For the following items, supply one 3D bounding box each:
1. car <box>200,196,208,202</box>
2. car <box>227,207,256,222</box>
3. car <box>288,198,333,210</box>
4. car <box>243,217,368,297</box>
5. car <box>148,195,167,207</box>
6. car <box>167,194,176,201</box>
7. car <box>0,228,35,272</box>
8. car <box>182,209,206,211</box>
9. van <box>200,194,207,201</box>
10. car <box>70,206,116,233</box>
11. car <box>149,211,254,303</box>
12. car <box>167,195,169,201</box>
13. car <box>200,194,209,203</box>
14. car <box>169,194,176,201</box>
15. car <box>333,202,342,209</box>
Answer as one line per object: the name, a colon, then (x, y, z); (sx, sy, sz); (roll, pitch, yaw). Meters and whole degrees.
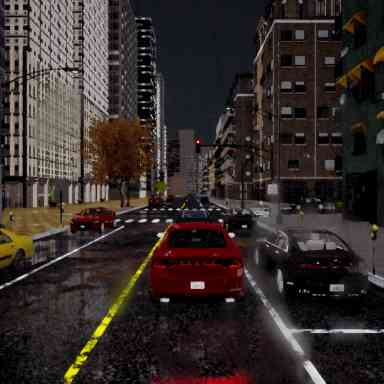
car: (2.826, 1.599, 79.610); (1.752, 1.417, 4.829); (0, 0, 0)
car: (2.722, 1.555, 19.438); (2.008, 1.369, 4.403); (0, 0, 0)
car: (13.492, 1.359, 38.825); (4.403, 1.369, 2.008); (-1, 1, 0)
car: (2.703, 1.552, 8.372); (2.008, 1.369, 4.403); (0, 0, 0)
car: (-5.603, 1.349, 51.841); (2.192, 1.841, 5.009); (0, 0, 0)
car: (-5.536, 1.410, 90.500); (2.192, 1.841, 5.009); (0, 0, 0)
car: (-5.677, 1.526, 8.217); (1.752, 1.417, 4.829); (0, 0, 0)
car: (0.118, 1.605, 18.369); (1.895, 1.301, 4.718); (0, 0, 0)
van: (2.835, 1.425, 84.964); (1.690, 1.788, 3.998); (0, 0, 0)
car: (-5.658, 1.549, 19.452); (1.887, 1.381, 4.507); (0, 0, 0)
car: (0.105, 1.478, 8.278); (1.882, 1.535, 5.008); (0, 0, 0)
car: (-5.593, 1.607, 57.363); (1.947, 1.339, 4.313); (0, 0, 0)
car: (2.816, 1.630, 73.917); (1.947, 1.339, 4.313); (0, 0, 0)
car: (-5.546, 1.649, 84.978); (1.947, 1.339, 4.313); (0, 0, 0)
car: (18.889, 1.259, 38.870); (4.829, 1.417, 1.752); (-1, 1, 0)
